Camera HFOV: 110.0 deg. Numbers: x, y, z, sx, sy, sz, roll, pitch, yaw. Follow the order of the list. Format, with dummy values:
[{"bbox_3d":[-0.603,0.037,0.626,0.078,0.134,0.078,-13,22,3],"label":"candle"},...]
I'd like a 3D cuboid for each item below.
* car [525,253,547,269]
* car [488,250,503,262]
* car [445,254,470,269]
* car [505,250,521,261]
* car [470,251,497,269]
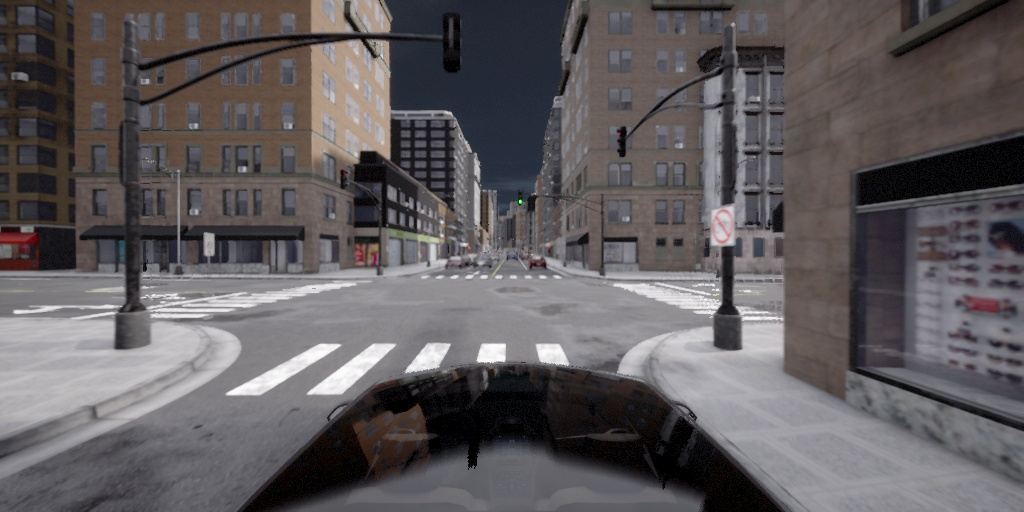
[{"bbox_3d":[2.666,0.616,37.662,1.888,1.381,4.507,0,0,0],"label":"car"},{"bbox_3d":[-3.005,0.181,58.181,2.128,1.511,4.902,0,1,1],"label":"car"},{"bbox_3d":[-5.879,0.653,37.667,1.802,1.307,4.207,0,0,0],"label":"car"},{"bbox_3d":[0.019,-0.068,63.956,2.097,1.767,4.553,0,1,0],"label":"car"},{"bbox_3d":[-3.085,0.550,38.320,2.128,1.511,4.902,0,1,0],"label":"car"}]
